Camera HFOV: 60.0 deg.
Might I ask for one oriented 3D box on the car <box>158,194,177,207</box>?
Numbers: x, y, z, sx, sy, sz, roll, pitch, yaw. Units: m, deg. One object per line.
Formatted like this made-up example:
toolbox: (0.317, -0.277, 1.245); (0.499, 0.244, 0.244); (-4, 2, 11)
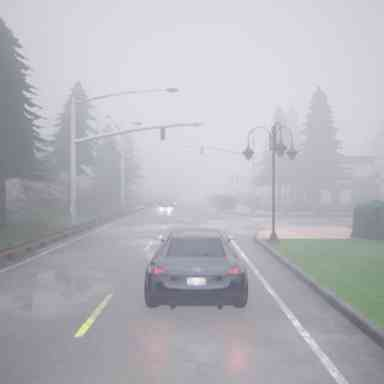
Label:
car: (-3.537, 1.190, 45.327); (2.128, 1.511, 4.902); (0, 0, 0)

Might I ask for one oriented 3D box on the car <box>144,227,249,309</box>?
car: (0.086, 1.511, 7.811); (1.994, 1.385, 4.181); (0, 0, 0)

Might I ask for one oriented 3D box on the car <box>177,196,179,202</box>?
car: (-3.474, 1.136, 61.945); (2.033, 1.411, 5.357); (0, 0, 1)
